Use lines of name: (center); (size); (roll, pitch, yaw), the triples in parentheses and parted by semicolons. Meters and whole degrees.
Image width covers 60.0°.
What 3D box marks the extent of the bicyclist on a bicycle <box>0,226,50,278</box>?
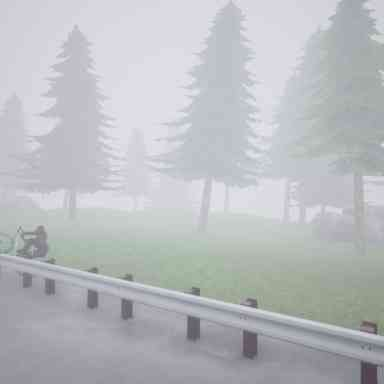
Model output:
bicyclist on a bicycle: (-4.397, 1.436, 8.842); (1.656, 0.582, 1.620); (40, 27, -1)
